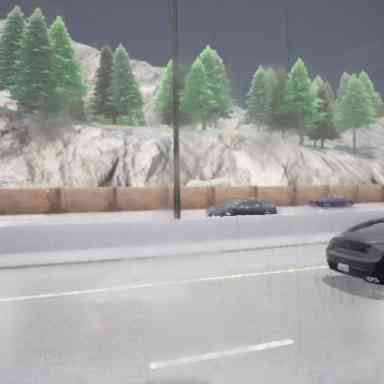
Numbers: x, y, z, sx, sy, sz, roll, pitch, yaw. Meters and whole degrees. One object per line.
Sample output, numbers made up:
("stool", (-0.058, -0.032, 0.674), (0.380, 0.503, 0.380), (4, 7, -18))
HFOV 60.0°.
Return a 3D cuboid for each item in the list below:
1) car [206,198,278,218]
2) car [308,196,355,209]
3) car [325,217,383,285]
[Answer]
("car", (3.321, 1.192, 22.181), (4.892, 1.490, 1.837), (0, 1, -19))
("car", (14.059, 1.029, 33.614), (4.718, 1.301, 1.895), (-1, 1, -23))
("car", (5.560, 1.346, 7.961), (4.892, 1.490, 1.837), (-1, 1, -18))
